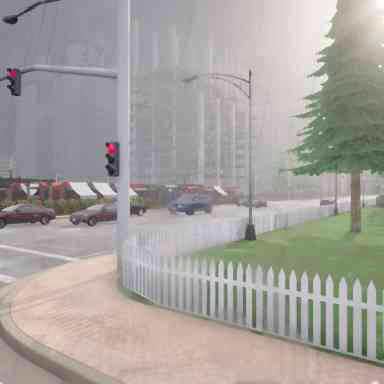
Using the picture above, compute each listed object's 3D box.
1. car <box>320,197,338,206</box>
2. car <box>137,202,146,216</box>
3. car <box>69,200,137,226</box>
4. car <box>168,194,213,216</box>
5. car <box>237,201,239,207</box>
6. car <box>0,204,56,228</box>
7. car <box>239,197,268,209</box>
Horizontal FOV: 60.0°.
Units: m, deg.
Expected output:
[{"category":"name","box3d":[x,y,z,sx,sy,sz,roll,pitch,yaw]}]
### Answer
[{"category":"car","box3d":[21.035,1.526,51.303,1.812,1.442,4.674,0,0,34]},{"category":"car","box3d":[-6.252,1.478,29.968,1.882,1.535,5.008,0,0,34]},{"category":"car","box3d":[-6.359,1.526,23.512,1.812,1.442,4.674,0,0,34]},{"category":"car","box3d":[-0.053,1.224,32.901,2.150,2.045,5.566,0,0,34]},{"category":"car","box3d":[8.635,1.521,51.872,2.128,1.511,4.902,0,0,34]},{"category":"car","box3d":[-11.475,1.526,22.225,1.812,1.442,4.674,0,0,36]},{"category":"car","box3d":[8.934,1.492,46.130,2.128,1.511,4.902,0,0,35]}]
